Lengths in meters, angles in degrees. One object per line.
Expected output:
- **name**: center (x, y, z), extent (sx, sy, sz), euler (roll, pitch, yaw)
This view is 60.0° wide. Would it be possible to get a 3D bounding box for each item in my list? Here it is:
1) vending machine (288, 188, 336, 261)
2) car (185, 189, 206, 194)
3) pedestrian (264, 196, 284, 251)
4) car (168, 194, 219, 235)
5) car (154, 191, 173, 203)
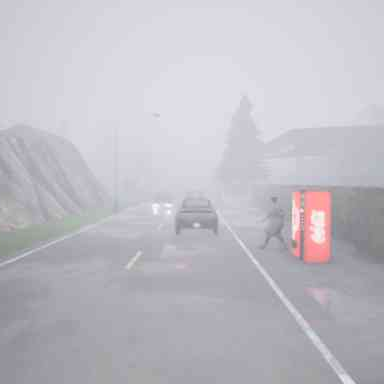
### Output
- **vending machine**: center (3.561, 0.923, 9.968), extent (1.100, 2.100, 0.880), euler (0, 2, 0)
- **car**: center (0.333, 0.434, 33.302), extent (2.097, 1.767, 4.553), euler (0, 2, 0)
- **pedestrian**: center (2.692, 0.995, 10.906), extent (0.375, 1.860, 0.375), euler (0, 2, 0)
- **car**: center (0.209, 1.055, 15.760), extent (2.128, 1.511, 4.902), euler (0, 2, 0)
- **car**: center (-3.274, 0.533, 38.568), extent (1.895, 1.301, 4.718), euler (0, 2, 1)
